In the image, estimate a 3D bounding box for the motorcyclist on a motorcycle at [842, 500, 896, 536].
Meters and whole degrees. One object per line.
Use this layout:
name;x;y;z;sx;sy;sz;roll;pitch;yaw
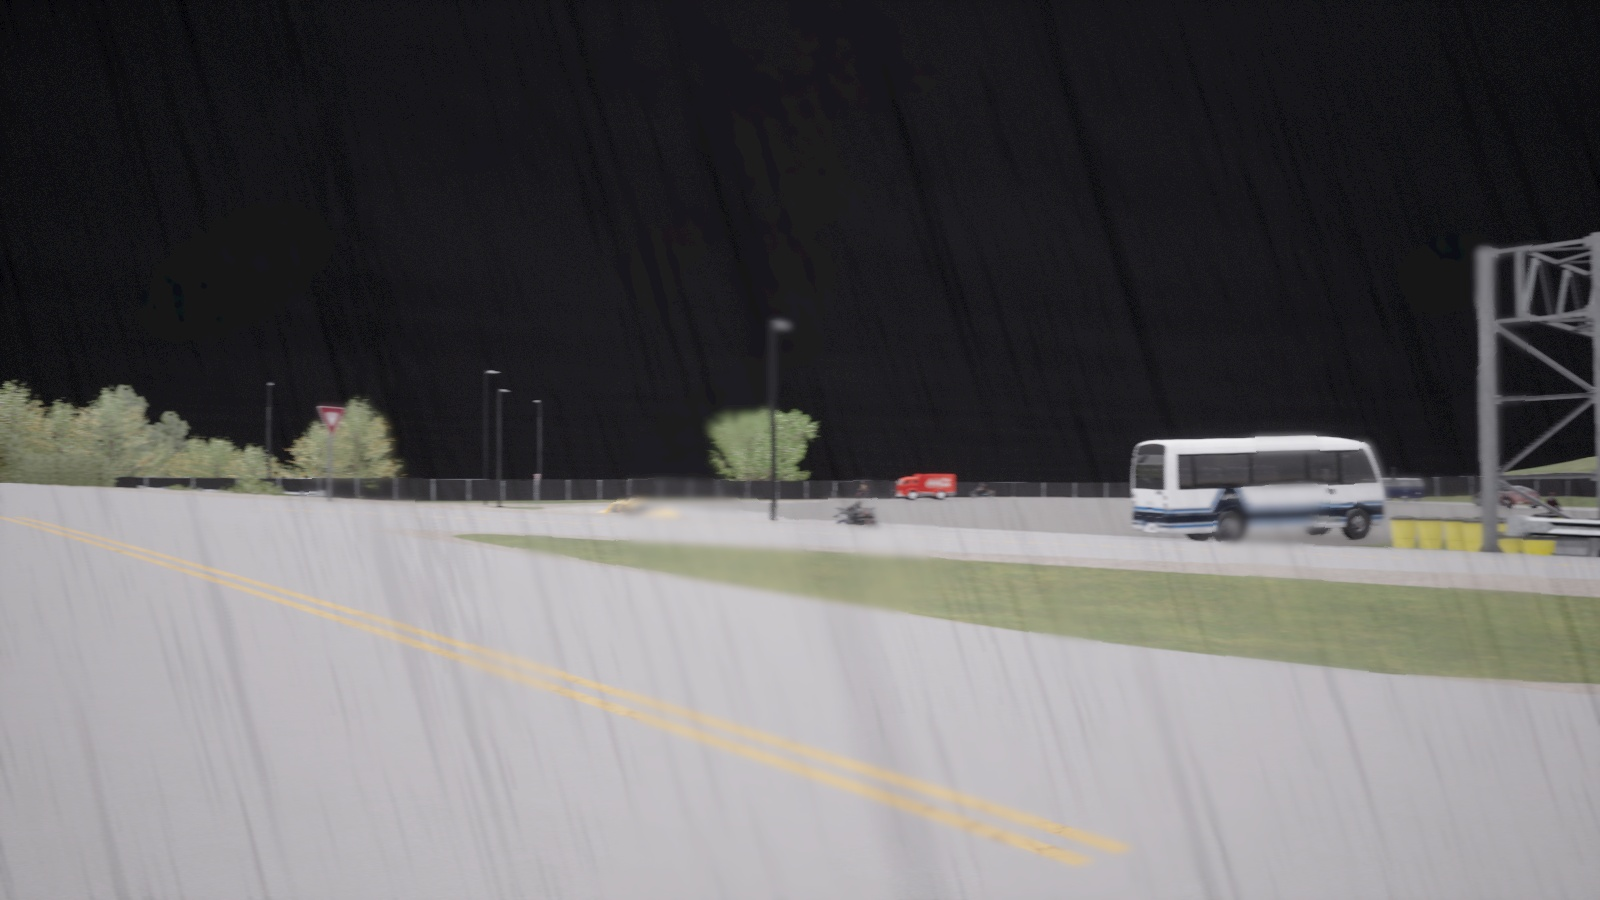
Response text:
motorcyclist on a motorcycle;3.030;2.973;55.234;2.191;1.530;0.866;-1;-1;34

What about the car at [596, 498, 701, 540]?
car;-7.099;3.173;58.445;1.801;1.575;5.366;-12;7;-44

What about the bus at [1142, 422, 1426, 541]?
bus;19.922;1.223;51.978;10.273;4.253;3.944;-3;0;-11
